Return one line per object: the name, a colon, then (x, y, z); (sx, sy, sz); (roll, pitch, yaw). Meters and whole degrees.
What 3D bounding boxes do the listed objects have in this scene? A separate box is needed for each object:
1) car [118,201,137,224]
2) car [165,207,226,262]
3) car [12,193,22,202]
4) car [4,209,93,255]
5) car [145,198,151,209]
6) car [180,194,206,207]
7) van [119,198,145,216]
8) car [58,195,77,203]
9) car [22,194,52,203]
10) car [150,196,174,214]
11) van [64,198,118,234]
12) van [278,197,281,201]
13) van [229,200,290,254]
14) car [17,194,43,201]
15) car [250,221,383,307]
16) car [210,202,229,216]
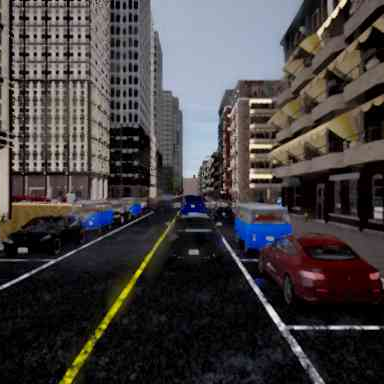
car: (-5.688, 1.597, 24.663); (2.008, 1.369, 4.403); (0, 0, 0)
car: (0.075, 1.528, 12.269); (1.837, 1.490, 4.892); (0, 0, 0)
car: (-32.271, 0.852, 58.022); (5.009, 1.841, 2.192); (1, -1, 0)
car: (-5.689, 1.590, 13.366); (1.947, 1.339, 4.313); (0, 0, 0)
car: (-5.686, 1.536, 47.258); (1.967, 1.590, 4.097); (0, 0, 0)
car: (0.088, 1.273, 29.438); (2.150, 2.045, 5.566); (0, -1, 0)
van: (-5.687, 1.399, 30.312); (1.690, 1.788, 3.998); (0, 0, 0)
car: (-21.125, 1.191, 58.043); (4.097, 1.590, 1.967); (1, -1, 0)
car: (-26.702, 1.225, 58.028); (4.206, 1.307, 1.802); (1, -1, 0)
car: (-3.085, 1.550, 36.853); (1.882, 1.535, 5.008); (0, 0, 0)
van: (-5.689, 1.376, 19.015); (1.690, 1.788, 3.998); (0, 0, 0)
van: (16.936, 1.823, 57.988); (3.998, 1.788, 1.690); (1, -1, 0)
van: (2.691, 1.365, 13.365); (1.690, 1.788, 3.998); (0, 0, 0)
car: (-32.355, 1.124, 66.396); (4.206, 1.307, 1.802); (1, -1, 0)
car: (2.691, 1.595, 7.716); (1.802, 1.307, 4.206); (0, 0, 0)
car: (2.693, 1.609, 30.310); (2.008, 1.369, 4.403); (0, 0, 0)
